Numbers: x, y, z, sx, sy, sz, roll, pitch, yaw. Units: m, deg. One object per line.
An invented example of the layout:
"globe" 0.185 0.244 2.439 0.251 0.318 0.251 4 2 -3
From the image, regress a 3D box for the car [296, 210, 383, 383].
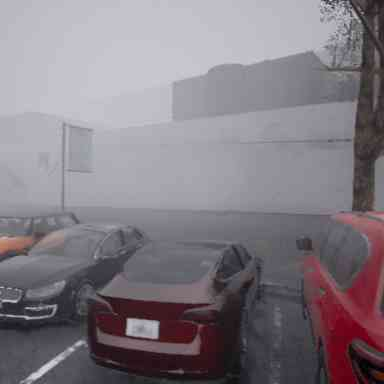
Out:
"car" 2.549 1.236 4.016 2.435 2.045 5.566 0 -1 16

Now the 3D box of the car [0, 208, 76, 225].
"car" -4.764 1.375 9.259 2.185 1.767 4.553 0 -1 16

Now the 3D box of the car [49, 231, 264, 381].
"car" 0.106 1.519 5.763 2.163 1.488 4.792 0 -1 16

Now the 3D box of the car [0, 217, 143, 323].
"car" -2.331 1.495 7.485 2.231 1.521 4.892 0 -1 16
